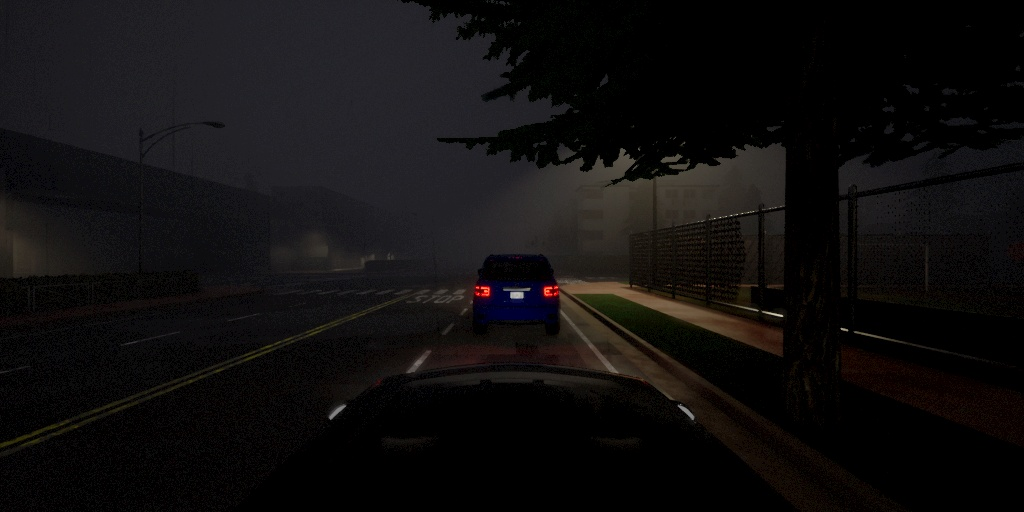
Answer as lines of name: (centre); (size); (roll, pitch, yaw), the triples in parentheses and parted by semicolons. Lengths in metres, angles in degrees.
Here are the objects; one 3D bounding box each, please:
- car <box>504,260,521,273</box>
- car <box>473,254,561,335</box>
car: (0.025, 1.242, 45.576); (2.128, 1.511, 4.902); (0, 0, 0)
car: (0.115, 0.972, 10.701); (2.150, 2.045, 5.566); (0, 0, 0)
